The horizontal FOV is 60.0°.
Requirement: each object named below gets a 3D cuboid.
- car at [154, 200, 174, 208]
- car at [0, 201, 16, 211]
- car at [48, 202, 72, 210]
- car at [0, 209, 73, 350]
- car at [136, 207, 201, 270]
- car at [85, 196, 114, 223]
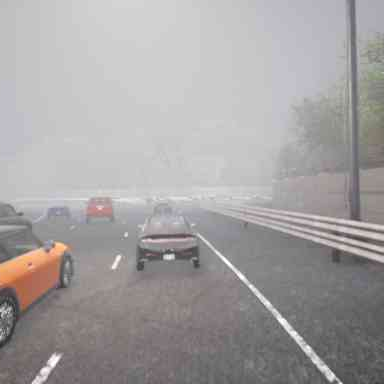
[{"bbox_3d":[-2.872,1.529,34.212,2.128,1.511,4.902,-1,0,-2],"label":"car"},{"bbox_3d":[-8.053,1.370,12.854,2.150,2.045,5.566,-1,0,-8],"label":"car"},{"bbox_3d":[-12.684,1.705,32.003,1.882,1.535,5.008,-1,0,-18],"label":"car"},{"bbox_3d":[-3.895,1.424,6.420,2.097,1.767,4.553,-1,0,-4],"label":"car"},{"bbox_3d":[-0.817,1.501,11.146,2.128,1.511,4.902,-1,0,-5],"label":"car"},{"bbox_3d":[-7.670,1.355,27.701,2.150,2.045,5.566,-1,0,-16],"label":"car"}]
